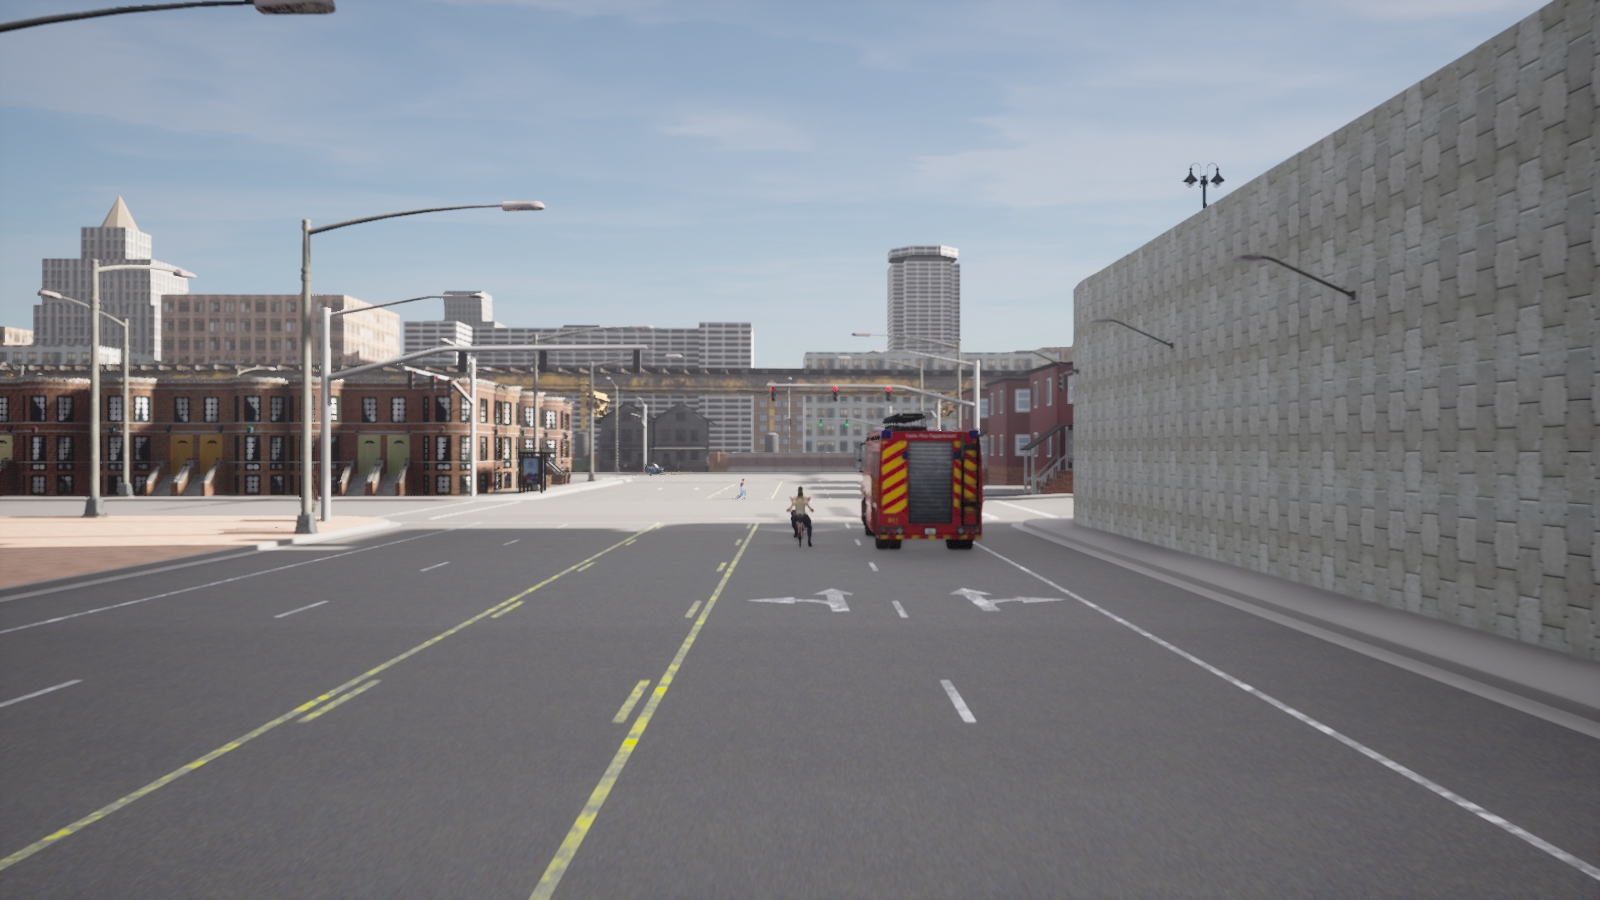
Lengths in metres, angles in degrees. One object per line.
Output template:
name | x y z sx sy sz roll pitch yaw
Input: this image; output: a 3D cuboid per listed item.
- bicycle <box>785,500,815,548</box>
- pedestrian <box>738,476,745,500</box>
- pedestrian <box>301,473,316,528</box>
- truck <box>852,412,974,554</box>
bicycle | 0.007 2.145 33.315 0.859 1.301 1.487 0 0 0
pedestrian | -3.277 2.129 64.220 0.375 1.300 0.375 0 0 0
pedestrian | -16.541 1.697 38.457 0.375 1.860 0.375 0 0 -3
truck | 3.256 0.890 35.137 2.891 3.827 8.468 0 0 0
